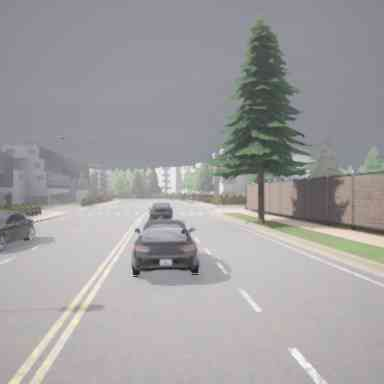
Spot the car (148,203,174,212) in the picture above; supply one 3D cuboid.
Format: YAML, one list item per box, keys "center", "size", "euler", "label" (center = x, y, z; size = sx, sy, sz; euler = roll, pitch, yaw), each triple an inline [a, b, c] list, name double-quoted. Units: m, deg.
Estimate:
- center: [-2.514, 1.633, 27.212]
  size: [1.837, 1.490, 4.892]
  euler: [0, 0, -6]
  label: "car"

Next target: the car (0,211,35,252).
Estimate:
- center: [-8.395, 1.608, 14.339]
  size: [1.837, 1.490, 4.892]
  euler: [0, -1, -5]
  label: "car"

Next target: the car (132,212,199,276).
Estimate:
- center: [-0.841, 1.575, 10.453]
  size: [1.812, 1.442, 4.674]
  euler: [0, 0, -5]
  label: "car"
